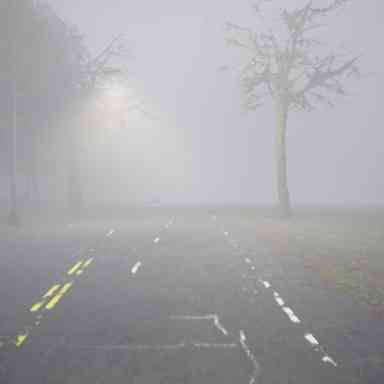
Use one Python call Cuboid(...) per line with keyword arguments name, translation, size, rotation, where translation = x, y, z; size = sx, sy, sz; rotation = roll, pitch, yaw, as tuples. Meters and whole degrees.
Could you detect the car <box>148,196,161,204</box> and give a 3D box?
Cuboid(name="car", translation=(-6.777, 1.508, 60.552), size=(1.994, 1.385, 4.181), rotation=(0, 0, 0))
